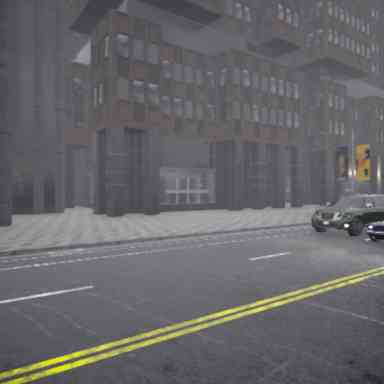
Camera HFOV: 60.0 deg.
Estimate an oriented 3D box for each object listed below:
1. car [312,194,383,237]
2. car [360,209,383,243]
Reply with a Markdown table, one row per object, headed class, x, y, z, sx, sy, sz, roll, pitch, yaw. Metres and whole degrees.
| class | x | y | z | sx | sy | sz | roll | pitch | yaw |
| --- | --- | --- | --- | --- | --- | --- | --- | --- | --- |
| car | 8.849 | 1.152 | 17.983 | 5.566 | 2.045 | 2.150 | 0 | 0 | -35 |
| car | 9.624 | 1.537 | 14.544 | 4.718 | 1.301 | 1.895 | 0 | 0 | -36 |
